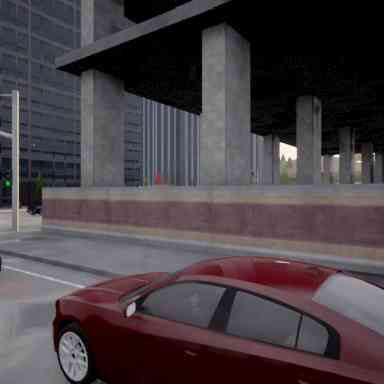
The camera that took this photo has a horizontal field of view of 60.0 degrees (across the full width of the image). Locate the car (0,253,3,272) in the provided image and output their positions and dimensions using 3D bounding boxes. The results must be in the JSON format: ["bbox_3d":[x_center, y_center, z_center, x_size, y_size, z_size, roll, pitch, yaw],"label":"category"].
[{"bbox_3d":[-6.876,1.563,8.844,4.181,1.385,1.994,0,0,36],"label":"car"}]

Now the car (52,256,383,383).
[{"bbox_3d":[0.470,1.477,3.655,5.008,1.535,1.882,0,0,35],"label":"car"}]

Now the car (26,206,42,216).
[{"bbox_3d":[-14.070,1.652,33.511,1.895,1.301,4.718,0,0,36],"label":"car"}]
